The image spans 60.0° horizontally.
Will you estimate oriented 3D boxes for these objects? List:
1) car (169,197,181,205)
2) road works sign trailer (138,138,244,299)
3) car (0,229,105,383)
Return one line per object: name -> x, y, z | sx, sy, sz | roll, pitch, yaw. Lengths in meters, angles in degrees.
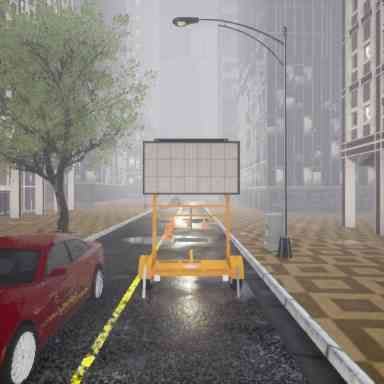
car -> -2.878, 1.584, 57.480 | 1.812, 1.442, 4.674 | 0, 0, 0
road works sign trailer -> -0.019, 0.464, 8.414 | 2.380, 3.560, 2.880 | 0, 0, 0
car -> -2.860, 1.477, 5.442 | 1.882, 1.535, 5.008 | 0, 0, 0
